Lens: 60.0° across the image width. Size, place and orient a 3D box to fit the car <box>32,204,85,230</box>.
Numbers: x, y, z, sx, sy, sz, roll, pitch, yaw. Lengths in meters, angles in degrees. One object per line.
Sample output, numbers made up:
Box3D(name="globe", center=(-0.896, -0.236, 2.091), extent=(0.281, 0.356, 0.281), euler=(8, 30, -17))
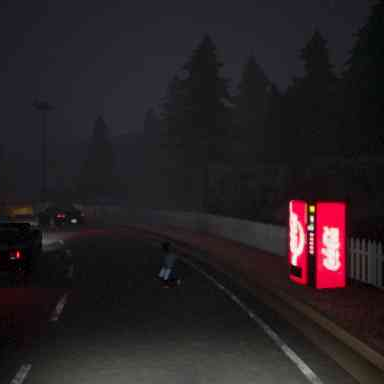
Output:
Box3D(name="car", center=(-8.339, 1.504, 21.049), extent=(1.812, 1.442, 4.674), euler=(0, 0, -40))

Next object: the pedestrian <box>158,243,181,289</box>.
Box3D(name="pedestrian", center=(-0.536, 1.286, 7.668), extent=(0.375, 1.860, 0.375), euler=(0, 0, -14))

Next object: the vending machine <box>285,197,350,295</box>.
Box3D(name="vending machine", center=(2.909, 1.187, 7.783), extent=(1.100, 2.100, 0.880), euler=(0, 0, -13))

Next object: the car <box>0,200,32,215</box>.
Box3D(name="car", center=(-15.180, 1.448, 27.933), extent=(5.008, 1.535, 1.882), euler=(0, 0, 40))

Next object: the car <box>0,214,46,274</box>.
Box3D(name="car", center=(-5.688, 1.590, 10.093), extent=(1.895, 1.301, 4.718), euler=(0, 0, -21))
